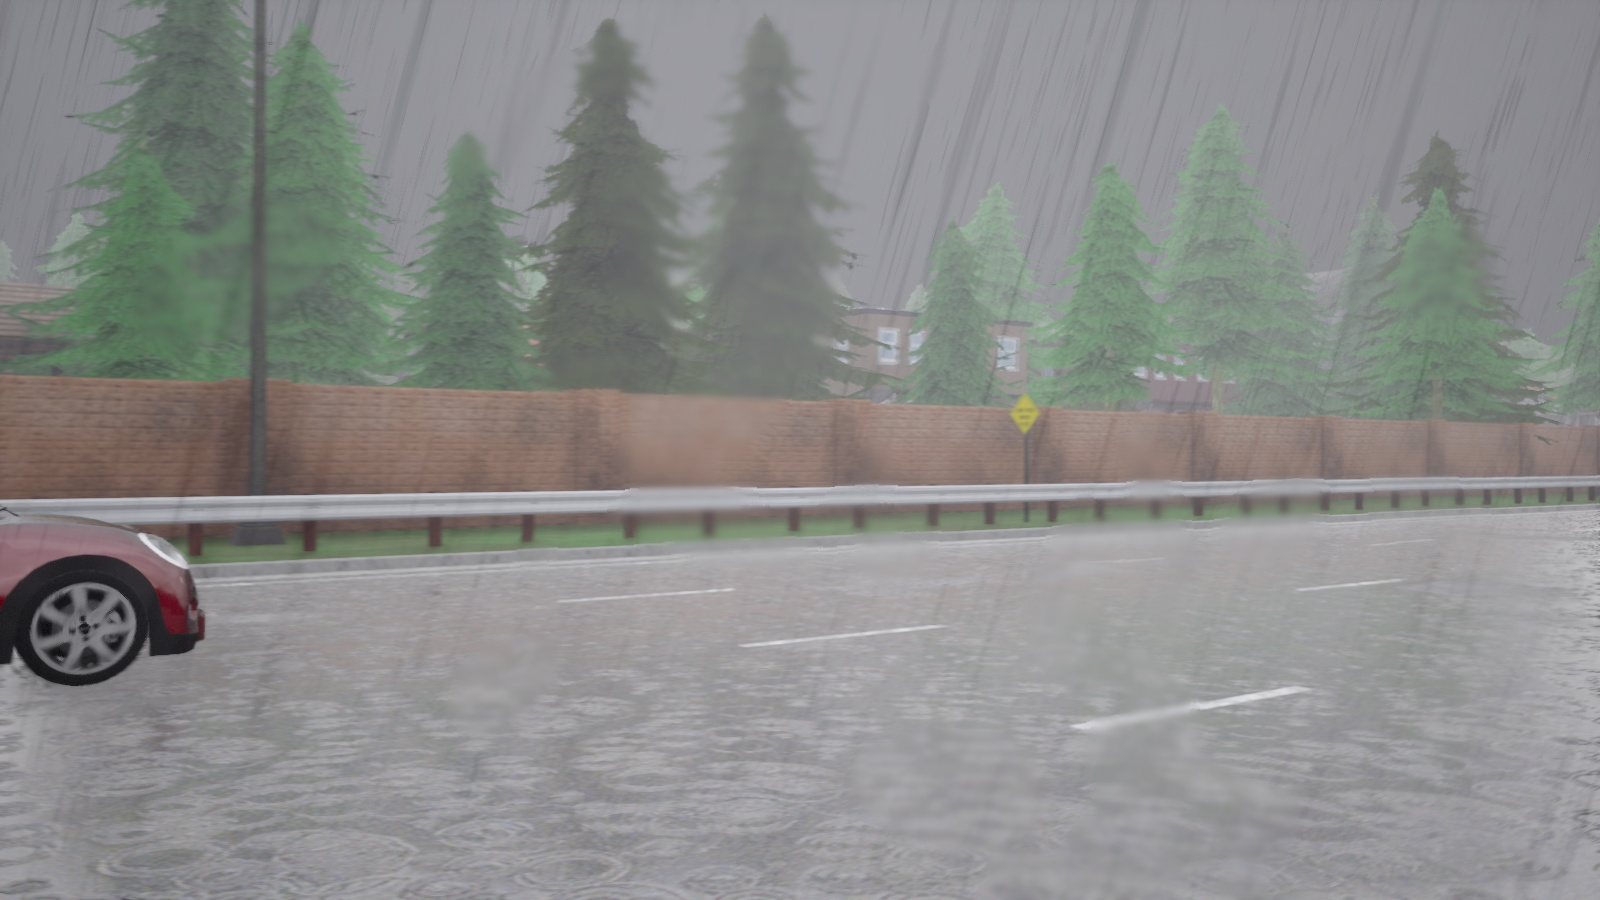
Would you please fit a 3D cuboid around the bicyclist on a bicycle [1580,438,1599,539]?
[{"bbox_3d":[14.796,0.673,22.546,1.843,1.776,0.659,0,0,-35],"label":"bicyclist on a bicycle"}]

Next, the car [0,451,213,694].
[{"bbox_3d":[-6.001,0.744,8.012,3.806,1.475,1.970,0,0,-35],"label":"car"}]
